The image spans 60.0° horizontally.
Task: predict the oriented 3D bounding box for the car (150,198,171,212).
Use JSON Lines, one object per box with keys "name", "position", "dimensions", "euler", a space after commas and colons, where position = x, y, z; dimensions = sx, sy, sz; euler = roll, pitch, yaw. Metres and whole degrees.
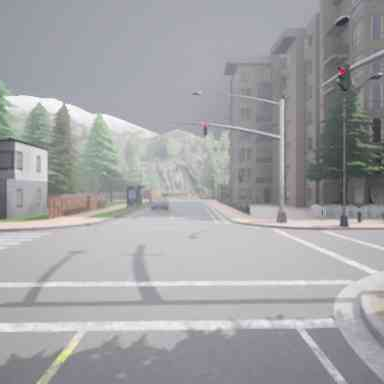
{"name": "car", "position": [-3.462, 1.367, 36.892], "dimensions": [1.812, 1.442, 4.674], "euler": [0, 0, 0]}
